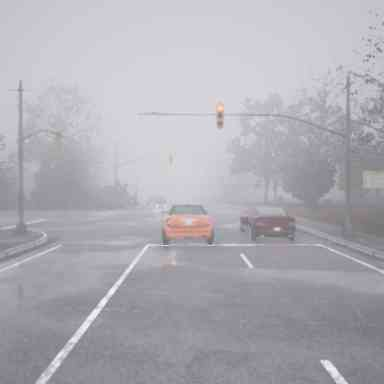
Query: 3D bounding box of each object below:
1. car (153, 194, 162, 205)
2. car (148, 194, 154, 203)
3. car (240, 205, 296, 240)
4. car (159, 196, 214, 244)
[{"bbox_3d":[-5.270,1.379,57.122,1.837,1.490,4.892,0,-1,-7],"label":"car"},{"bbox_3d":[-8.210,1.343,72.684,2.150,2.045,5.566,0,-1,-16],"label":"car"},{"bbox_3d":[3.526,1.363,16.206,1.882,1.535,5.008,0,1,0],"label":"car"},{"bbox_3d":[-0.316,1.244,15.261,2.097,1.767,4.553,0,0,-5],"label":"car"}]
